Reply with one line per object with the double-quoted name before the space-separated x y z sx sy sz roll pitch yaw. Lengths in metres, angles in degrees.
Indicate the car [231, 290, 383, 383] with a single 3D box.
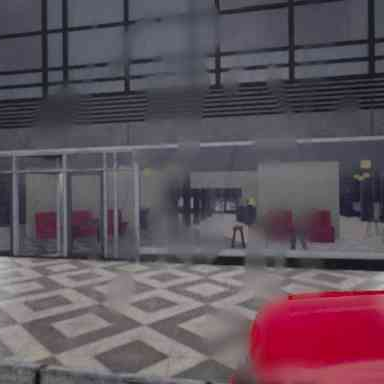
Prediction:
"car" 2.982 1.223 1.903 5.566 2.045 2.150 0 0 11
